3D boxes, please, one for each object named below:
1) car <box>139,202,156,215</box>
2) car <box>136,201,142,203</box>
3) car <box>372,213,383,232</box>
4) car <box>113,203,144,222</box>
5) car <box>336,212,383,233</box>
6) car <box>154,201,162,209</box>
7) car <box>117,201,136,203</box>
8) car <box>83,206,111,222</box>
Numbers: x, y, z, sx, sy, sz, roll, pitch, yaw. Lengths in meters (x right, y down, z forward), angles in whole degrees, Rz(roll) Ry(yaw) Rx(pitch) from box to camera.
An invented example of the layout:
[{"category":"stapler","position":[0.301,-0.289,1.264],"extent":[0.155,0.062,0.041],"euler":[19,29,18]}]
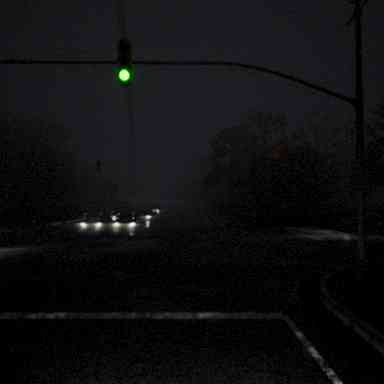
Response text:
[{"category":"car","position":[-7.091,2.727,50.664],"extent":[1.812,1.442,4.674],"euler":[0,0,0]},{"category":"car","position":[-10.512,2.572,65.681],"extent":[1.812,1.442,4.674],"euler":[0,1,0]},{"category":"car","position":[14.361,2.135,20.941],"extent":[4.718,1.301,1.895],"euler":[0,-2,-2]},{"category":"car","position":[-7.080,2.399,37.458],"extent":[2.097,1.767,4.553],"euler":[0,-1,-1]},{"category":"car","position":[13.066,2.177,24.406],"extent":[4.674,1.442,1.812],"euler":[0,-2,-2]},{"category":"car","position":[-7.012,2.593,65.769],"extent":[2.033,1.411,5.357],"euler":[0,1,0]},{"category":"car","position":[-10.602,2.424,51.354],"extent":[2.150,2.045,5.566],"euler":[0,0,-1]},{"category":"car","position":[-10.601,2.399,37.470],"extent":[2.097,1.767,4.553],"euler":[0,-1,0]}]
